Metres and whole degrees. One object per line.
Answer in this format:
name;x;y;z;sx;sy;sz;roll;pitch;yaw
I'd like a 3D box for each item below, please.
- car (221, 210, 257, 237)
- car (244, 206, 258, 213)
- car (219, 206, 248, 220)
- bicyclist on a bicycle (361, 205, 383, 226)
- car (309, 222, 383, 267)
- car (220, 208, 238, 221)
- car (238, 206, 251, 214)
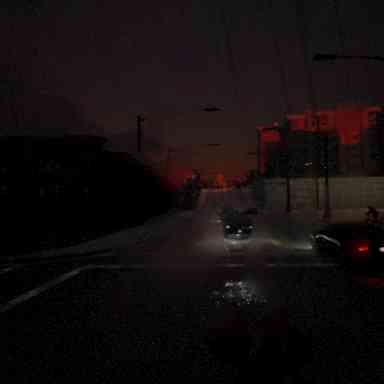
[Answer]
car;3.036;2.145;22.197;1.812;1.442;4.674;-1;-2;4
car;9.019;3.030;51.682;1.895;1.301;4.718;-1;-2;4
car;3.752;2.381;31.481;2.128;1.511;4.902;-1;-2;4
bicyclist on a bicycle;14.389;1.907;26.616;1.656;1.620;0.582;-1;-2;4
car;6.011;1.853;12.583;2.033;1.411;5.357;-1;-1;4
car;4.518;2.740;41.309;1.994;1.385;4.181;-1;-2;4
car;9.740;3.277;61.943;2.033;1.411;5.357;-1;-2;4
